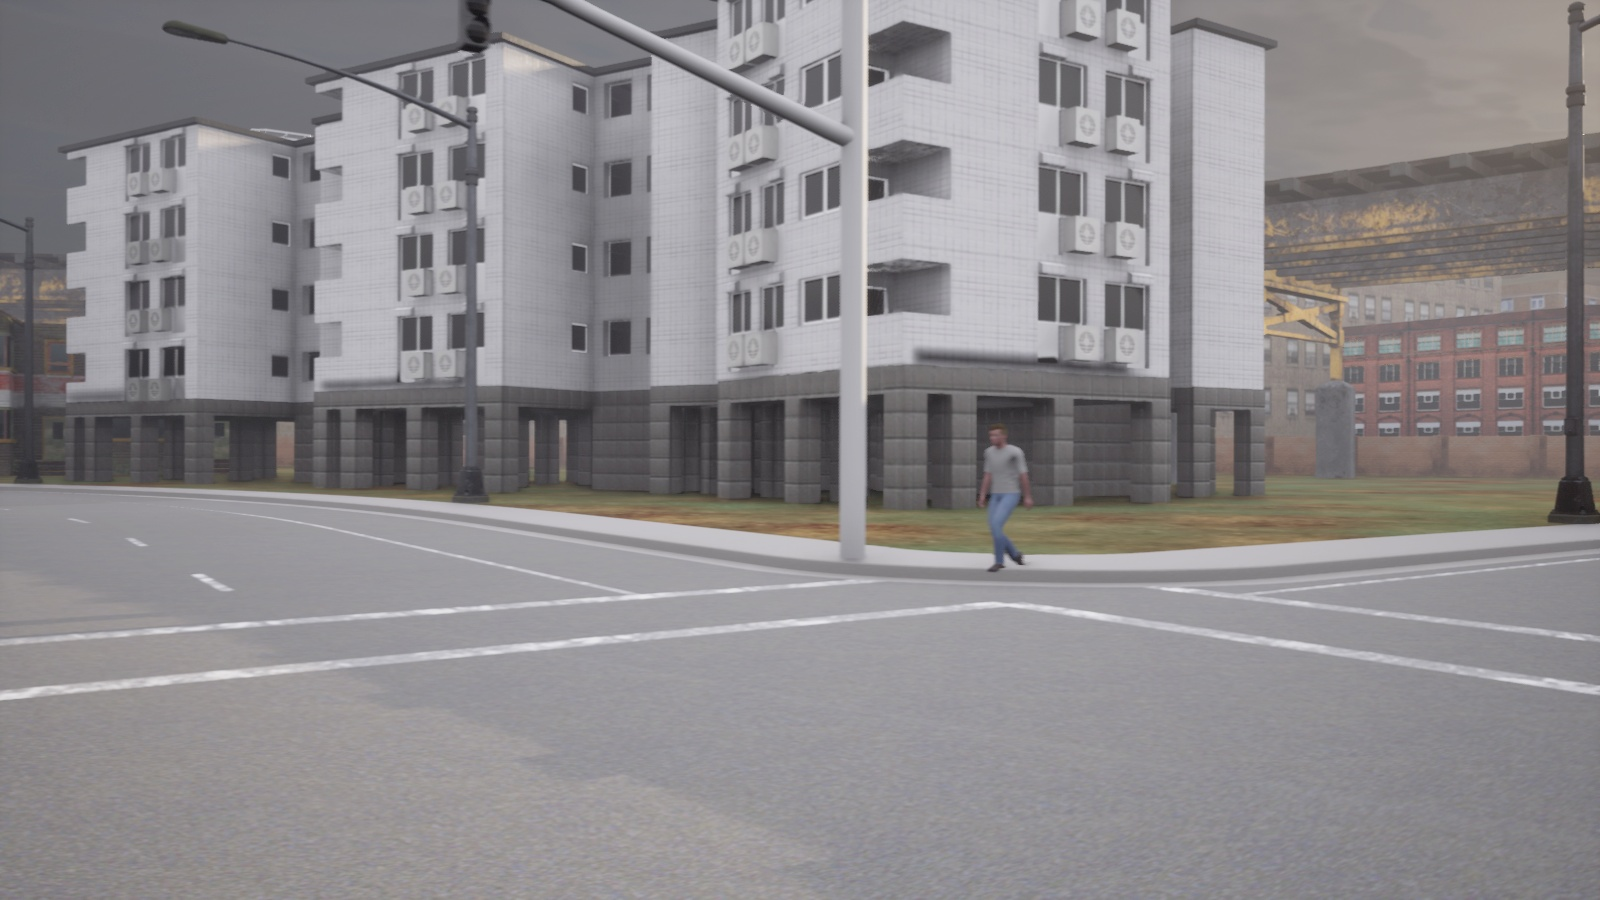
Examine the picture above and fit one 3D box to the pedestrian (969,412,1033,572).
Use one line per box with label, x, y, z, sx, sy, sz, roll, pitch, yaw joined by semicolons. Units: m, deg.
pedestrian;2.365;0.483;14.797;0.706;1.836;0.354;0;0;-37
